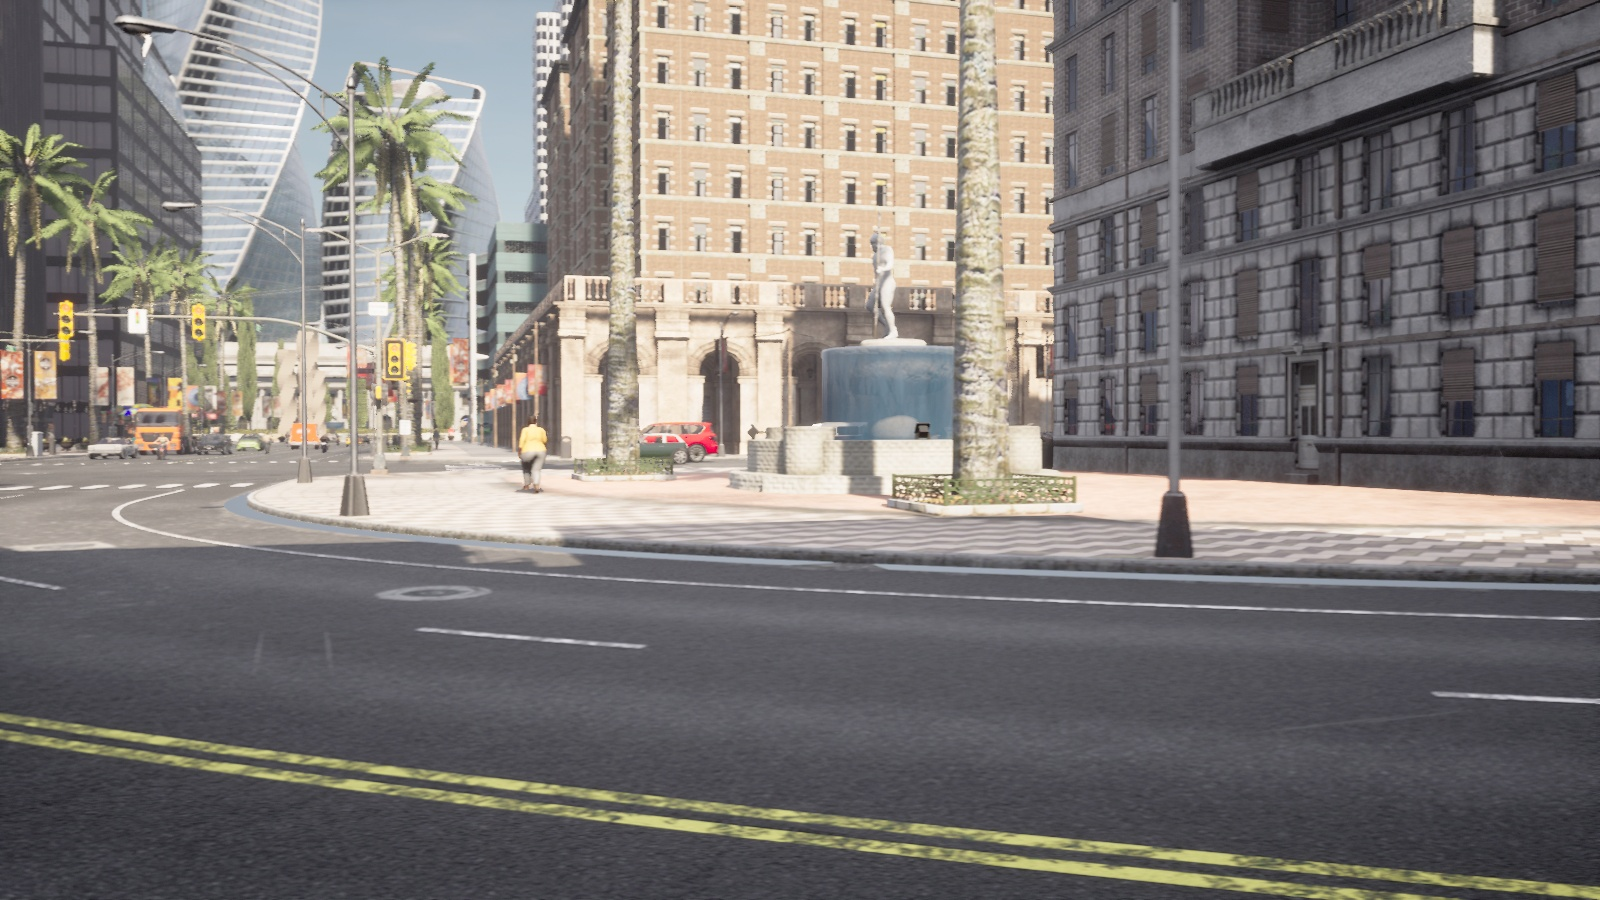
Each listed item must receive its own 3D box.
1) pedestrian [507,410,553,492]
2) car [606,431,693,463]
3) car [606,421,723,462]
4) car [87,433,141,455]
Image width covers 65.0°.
[{"bbox_3d":[-6.273,0.018,29.158,0.874,1.855,0.900,0,1,-24],"label":"pedestrian"},{"bbox_3d":[-7.142,-0.135,59.452,3.806,1.475,1.970,0,1,-16],"label":"car"},{"bbox_3d":[-6.831,-0.436,63.189,5.566,2.045,2.150,0,1,-16],"label":"car"},{"bbox_3d":[-41.716,-0.397,76.469,1.895,1.301,4.718,0,1,-16],"label":"car"}]
